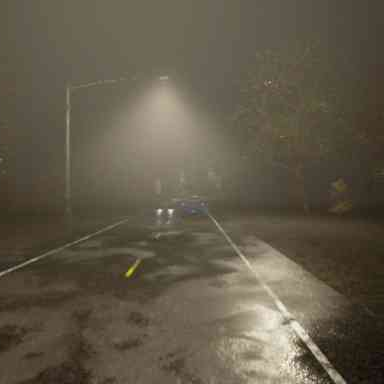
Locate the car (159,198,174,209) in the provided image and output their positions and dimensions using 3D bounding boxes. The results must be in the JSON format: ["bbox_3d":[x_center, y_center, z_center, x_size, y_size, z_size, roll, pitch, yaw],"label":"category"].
[{"bbox_3d":[-3.488,1.562,46.280,1.812,1.442,4.674,0,0,0],"label":"car"}]

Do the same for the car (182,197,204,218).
[{"bbox_3d":[0.109,1.492,30.705,1.882,1.535,5.008,0,0,0],"label":"car"}]

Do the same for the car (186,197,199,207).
[{"bbox_3d":[0.111,1.572,53.426,2.033,1.411,5.357,0,0,0],"label":"car"}]
